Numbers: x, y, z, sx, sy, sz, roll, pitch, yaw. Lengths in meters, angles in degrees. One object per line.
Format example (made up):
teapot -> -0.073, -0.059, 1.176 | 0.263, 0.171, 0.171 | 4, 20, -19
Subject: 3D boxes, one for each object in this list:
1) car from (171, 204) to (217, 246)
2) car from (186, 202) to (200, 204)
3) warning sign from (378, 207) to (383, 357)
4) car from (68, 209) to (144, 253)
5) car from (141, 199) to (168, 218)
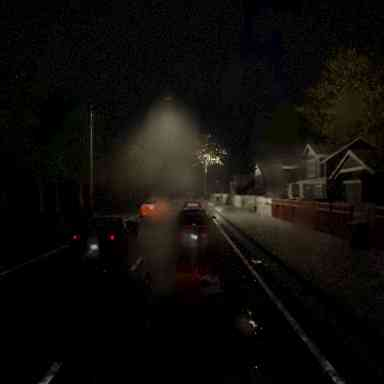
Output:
car -> 0.089, 1.527, 15.457 | 1.837, 1.490, 4.892 | 0, 0, 0
car -> 0.087, 1.602, 31.197 | 1.994, 1.385, 4.181 | 0, 0, 0
warning sign -> 3.044, 1.121, 3.745 | 1.300, 1.860, 1.060 | 0, 0, 0
car -> -3.410, 1.621, 13.840 | 1.895, 1.301, 4.718 | 0, 0, 0
car -> -3.414, 1.390, 30.449 | 2.097, 1.767, 4.553 | 0, 0, 0
